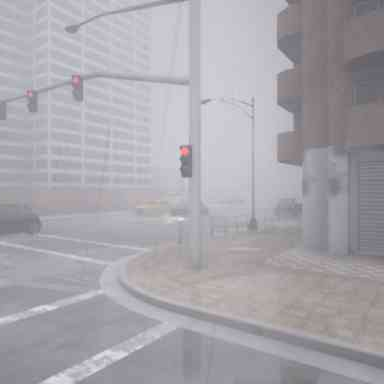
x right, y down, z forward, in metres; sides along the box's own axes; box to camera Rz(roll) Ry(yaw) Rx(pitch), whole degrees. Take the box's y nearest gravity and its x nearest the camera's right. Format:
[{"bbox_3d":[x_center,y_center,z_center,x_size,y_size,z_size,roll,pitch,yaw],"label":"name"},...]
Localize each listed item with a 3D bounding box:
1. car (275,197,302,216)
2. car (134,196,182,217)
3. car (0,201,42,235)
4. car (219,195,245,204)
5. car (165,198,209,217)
[{"bbox_3d":[9.940,1.363,32.889,2.097,1.767,4.553,0,0,35],"label":"car"},{"bbox_3d":[-3.471,1.499,32.443,1.882,1.535,5.008,0,0,35],"label":"car"},{"bbox_3d":[-9.985,1.368,16.552,2.097,1.767,4.553,0,0,30],"label":"car"},{"bbox_3d":[5.496,1.114,44.965,1.882,1.535,5.008,0,0,35],"label":"car"},{"bbox_3d":[-0.142,1.581,31.085,1.994,1.385,4.181,0,0,35],"label":"car"}]
